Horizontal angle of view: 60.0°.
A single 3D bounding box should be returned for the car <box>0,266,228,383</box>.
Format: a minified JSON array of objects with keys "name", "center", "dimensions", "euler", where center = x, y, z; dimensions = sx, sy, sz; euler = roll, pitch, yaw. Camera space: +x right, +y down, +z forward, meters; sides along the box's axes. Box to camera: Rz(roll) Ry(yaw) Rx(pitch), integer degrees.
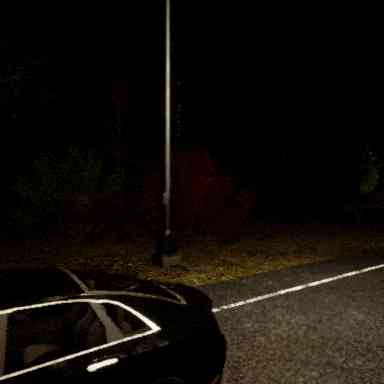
[{"name":"car","center":[-1.914,1.505,2.629],"dimensions":[4.892,1.490,1.837],"euler":[0,0,-35]}]
